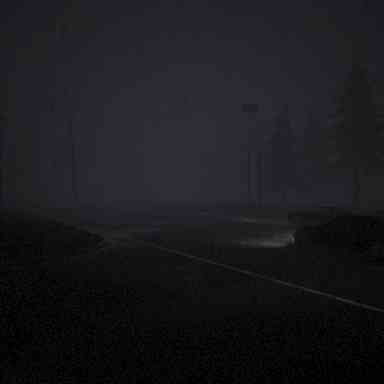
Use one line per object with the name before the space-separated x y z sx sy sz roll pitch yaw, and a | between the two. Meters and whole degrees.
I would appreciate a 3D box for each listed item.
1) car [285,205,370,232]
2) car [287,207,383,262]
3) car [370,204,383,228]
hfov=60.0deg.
car | 8.365 1.562 21.011 1.895 1.301 4.718 0 0 -35
car | 5.977 1.504 12.163 1.812 1.442 4.674 0 0 -35
car | 13.663 1.516 19.509 2.033 1.411 5.357 0 0 -35
